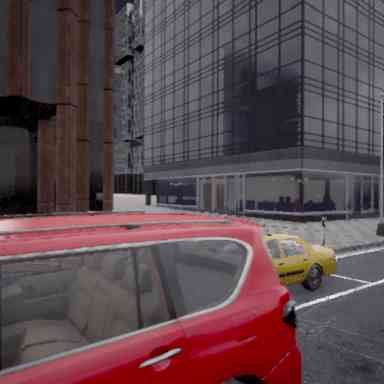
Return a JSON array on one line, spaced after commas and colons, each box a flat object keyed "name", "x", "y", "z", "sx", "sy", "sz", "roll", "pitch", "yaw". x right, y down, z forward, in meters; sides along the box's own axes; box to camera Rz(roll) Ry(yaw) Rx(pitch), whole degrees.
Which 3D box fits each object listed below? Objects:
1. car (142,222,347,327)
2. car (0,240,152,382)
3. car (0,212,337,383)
[{"name": "car", "x": 1.428, "y": 1.573, "z": 7.684, "sx": 4.829, "sy": 1.417, "sz": 1.752, "roll": 1, "pitch": 0, "yaw": -36}, {"name": "car", "x": -2.852, "y": 1.584, "z": 4.613, "sx": 4.206, "sy": 1.307, "sz": 1.802, "roll": 1, "pitch": 0, "yaw": -36}, {"name": "car", "x": -1.615, "y": 1.220, "z": 2.222, "sx": 5.566, "sy": 2.045, "sz": 2.150, "roll": 1, "pitch": 0, "yaw": -36}]
